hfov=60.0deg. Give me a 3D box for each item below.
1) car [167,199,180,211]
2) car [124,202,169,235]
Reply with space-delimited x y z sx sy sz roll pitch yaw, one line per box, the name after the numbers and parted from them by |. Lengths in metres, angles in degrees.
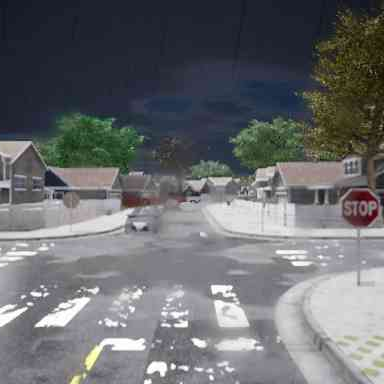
-2.685 1.796 44.827 1.837 1.490 4.892 -1 0 1 | car
-2.751 1.613 19.874 2.128 1.511 4.902 0 0 0 | car
